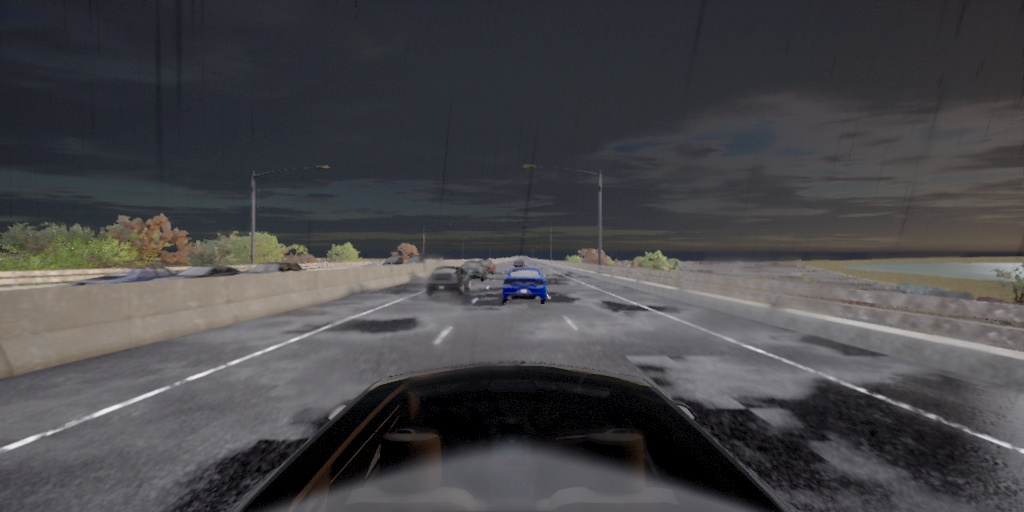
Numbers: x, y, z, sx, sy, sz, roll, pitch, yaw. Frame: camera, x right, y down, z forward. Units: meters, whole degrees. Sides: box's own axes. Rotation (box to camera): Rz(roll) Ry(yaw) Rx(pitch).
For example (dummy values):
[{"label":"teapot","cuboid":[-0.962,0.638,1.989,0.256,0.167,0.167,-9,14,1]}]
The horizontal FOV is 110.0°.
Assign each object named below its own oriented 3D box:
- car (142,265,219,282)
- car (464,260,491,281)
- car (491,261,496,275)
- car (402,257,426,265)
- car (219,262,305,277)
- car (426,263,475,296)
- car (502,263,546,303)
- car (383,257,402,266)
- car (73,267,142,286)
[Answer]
[{"label":"car","cuboid":[-17.480,1.278,20.488,1.882,1.535,5.008,0,0,1]},{"label":"car","cuboid":[-3.249,1.201,30.833,2.097,1.767,4.553,0,0,1]},{"label":"car","cuboid":[-3.027,1.245,41.798,2.097,1.767,4.553,0,0,1]},{"label":"car","cuboid":[-16.466,1.191,61.744,2.150,2.045,5.566,0,0,2]},{"label":"car","cuboid":[-13.975,1.156,20.830,2.097,1.767,4.553,0,0,1]},{"label":"car","cuboid":[-3.402,1.311,19.895,1.837,1.490,4.892,0,0,1]},{"label":"car","cuboid":[0.575,1.277,17.063,1.882,1.535,5.008,0,0,2]},{"label":"car","cuboid":[-19.994,1.184,61.061,2.150,2.045,5.566,0,0,2]},{"label":"car","cuboid":[-20.988,1.345,20.314,2.033,1.411,5.357,0,0,1]}]
